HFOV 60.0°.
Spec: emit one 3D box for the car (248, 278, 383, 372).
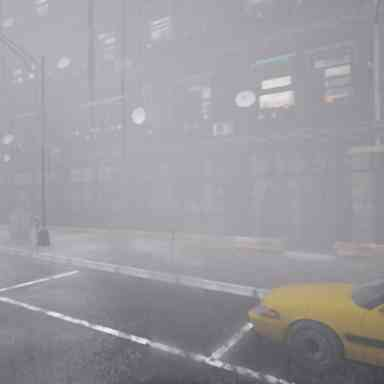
[{"bbox_3d":[3.146,1.579,4.146,4.829,1.417,1.752,1,-2,31],"label":"car"}]
